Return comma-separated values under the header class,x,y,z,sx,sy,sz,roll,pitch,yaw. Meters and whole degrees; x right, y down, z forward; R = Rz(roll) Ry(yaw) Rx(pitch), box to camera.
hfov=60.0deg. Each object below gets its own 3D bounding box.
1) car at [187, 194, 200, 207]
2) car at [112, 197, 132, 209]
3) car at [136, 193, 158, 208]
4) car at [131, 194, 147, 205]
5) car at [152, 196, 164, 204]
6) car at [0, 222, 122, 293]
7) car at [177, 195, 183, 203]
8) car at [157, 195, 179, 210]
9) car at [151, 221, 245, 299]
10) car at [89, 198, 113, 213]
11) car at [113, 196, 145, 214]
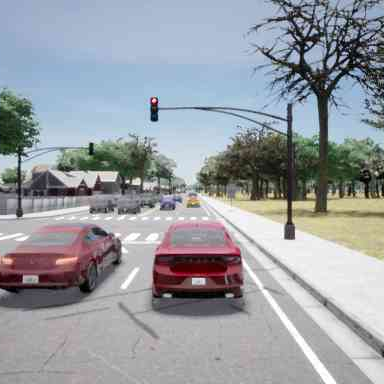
class,x,y,z,sx,sy,sz,roll,pitch,yaw
car,0.209,1.463,51.156,1.882,1.535,5.008,0,0,0
car,-9.743,1.514,46.859,1.812,1.442,4.674,0,0,0
car,-6.495,1.203,46.924,2.150,2.045,5.566,0,1,0
car,-9.688,1.330,60.989,2.097,1.767,4.553,0,0,1
car,-6.415,1.479,63.678,1.837,1.490,4.892,0,0,1
car,-3.132,1.525,8.741,1.812,1.442,4.674,0,0,0
car,-3.079,1.321,68.907,2.097,1.767,4.553,0,0,1
car,-3.058,1.516,43.547,1.812,1.442,4.674,0,0,0
car,0.115,1.477,8.531,1.882,1.535,5.008,0,0,0
car,-9.769,1.498,36.402,1.837,1.490,4.892,0,0,0
car,-6.524,1.498,34.892,1.837,1.490,4.892,0,0,0
